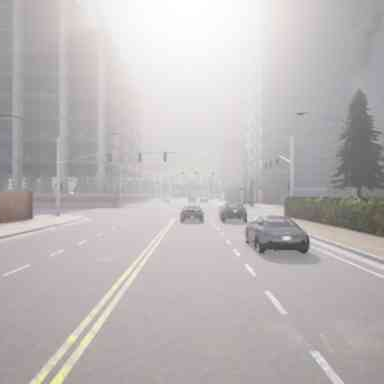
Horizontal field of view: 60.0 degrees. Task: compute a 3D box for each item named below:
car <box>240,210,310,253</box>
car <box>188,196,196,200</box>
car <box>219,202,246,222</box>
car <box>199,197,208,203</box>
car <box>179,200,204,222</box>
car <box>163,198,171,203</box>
[{"bbox_3d":[3.502,1.696,14.287,1.994,1.385,4.181,0,0,0],"label":"car"},{"bbox_3d":[-0.013,2.058,93.729,2.150,2.045,5.566,0,-1,0],"label":"car"},{"bbox_3d":[3.505,1.618,29.073,2.097,1.767,4.553,0,-1,0],"label":"car"},{"bbox_3d":[3.487,2.365,94.002,1.812,1.442,4.674,0,-1,0],"label":"car"},{"bbox_3d":[-0.020,1.777,29.290,1.837,1.490,4.892,0,0,-1],"label":"car"},{"bbox_3d":[-7.013,2.376,93.115,2.128,1.511,4.902,0,-1,0],"label":"car"}]
